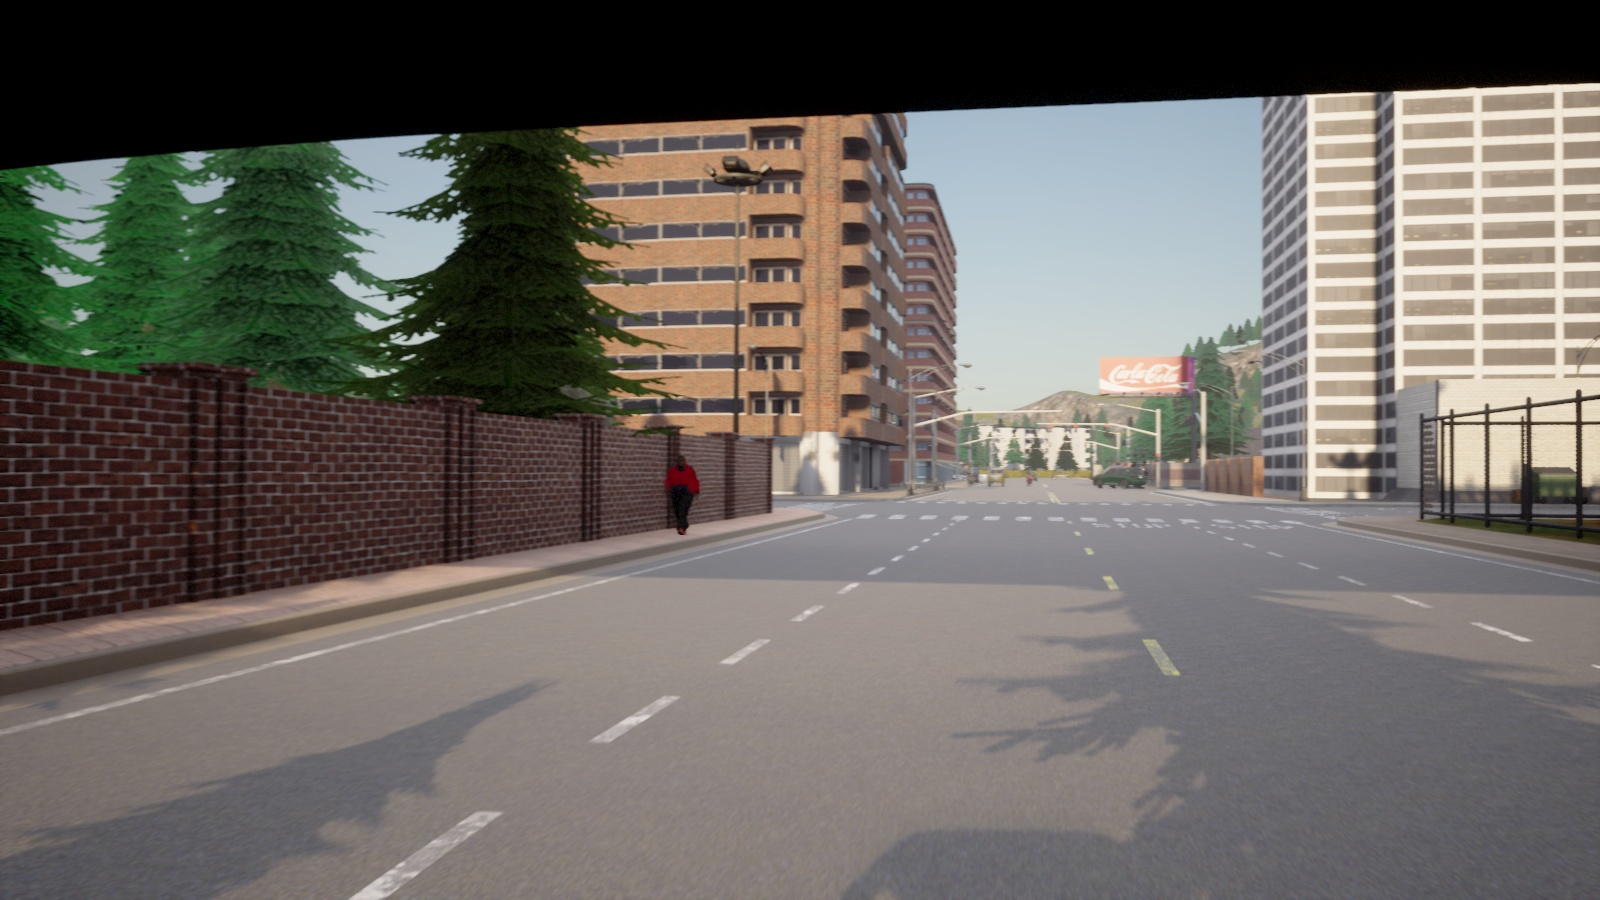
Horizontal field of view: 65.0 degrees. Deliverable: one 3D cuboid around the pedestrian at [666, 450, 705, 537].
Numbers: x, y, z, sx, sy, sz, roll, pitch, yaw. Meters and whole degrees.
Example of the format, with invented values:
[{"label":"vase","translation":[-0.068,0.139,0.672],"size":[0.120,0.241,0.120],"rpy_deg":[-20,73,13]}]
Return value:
[{"label":"pedestrian","translation":[-2.465,0.935,27.160],"size":[0.634,1.844,0.899],"rpy_deg":[0,-1,9]}]
